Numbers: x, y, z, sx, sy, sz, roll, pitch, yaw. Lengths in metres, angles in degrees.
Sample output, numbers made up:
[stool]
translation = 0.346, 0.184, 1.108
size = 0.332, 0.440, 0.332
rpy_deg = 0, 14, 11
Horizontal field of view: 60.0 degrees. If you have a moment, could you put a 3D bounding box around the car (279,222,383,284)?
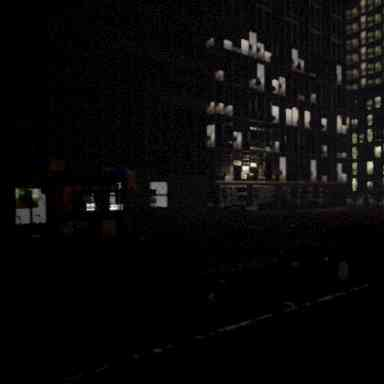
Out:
[car]
translation = 4.440, 1.607, 9.751
size = 4.507, 1.381, 1.887
rpy_deg = 0, -1, -36
